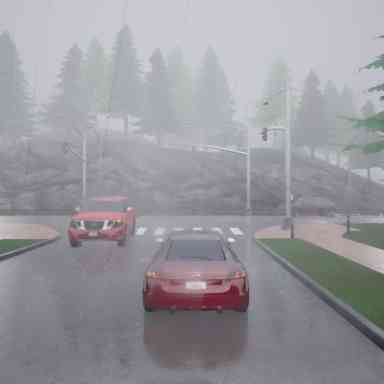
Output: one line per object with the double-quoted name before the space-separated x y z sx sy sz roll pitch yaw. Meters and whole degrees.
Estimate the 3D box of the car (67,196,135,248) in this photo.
"car" -3.863 1.229 15.117 2.150 2.045 5.566 0 0 -4

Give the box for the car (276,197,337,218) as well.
"car" 9.294 1.190 27.234 4.553 1.767 2.097 0 0 0

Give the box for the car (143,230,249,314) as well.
"car" 0.084 1.564 7.685 1.994 1.385 4.181 0 0 0
